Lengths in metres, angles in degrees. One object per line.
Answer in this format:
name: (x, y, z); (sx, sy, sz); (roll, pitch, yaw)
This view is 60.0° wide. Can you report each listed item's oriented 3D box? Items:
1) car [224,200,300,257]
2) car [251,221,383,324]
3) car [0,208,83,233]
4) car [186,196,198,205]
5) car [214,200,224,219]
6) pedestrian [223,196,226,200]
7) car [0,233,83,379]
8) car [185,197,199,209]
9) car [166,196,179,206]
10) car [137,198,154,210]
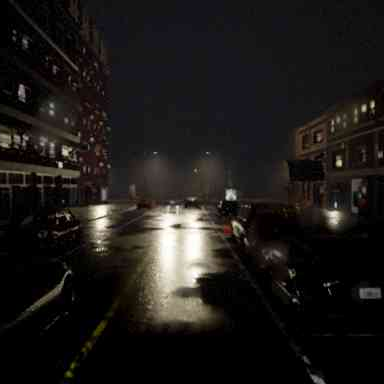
car: (2.674, 1.289, 12.748); (2.192, 1.841, 5.009); (-1, 0, 0)
car: (2.679, 1.552, 7.071); (1.947, 1.339, 4.313); (-1, 0, 0)
car: (-5.704, 1.414, 12.775); (1.967, 1.590, 4.097); (-1, 0, 0)
car: (-0.011, 1.448, 56.101); (1.994, 1.385, 4.181); (0, 0, 0)
car: (2.994, 1.448, 28.149); (1.837, 1.490, 4.892); (0, 0, 0)
pedestrian: (2.993, 1.231, 31.084); (0.375, 1.860, 0.375); (-1, 1, -3)
car: (-3.102, 1.555, 4.484); (1.994, 1.385, 4.181); (0, 0, 0)
car: (0.028, 1.400, 44.227); (2.128, 1.511, 4.902); (0, 0, 0)
car: (-3.028, 1.413, 54.177); (1.812, 1.442, 4.674); (0, 0, 0)
car: (-5.708, 1.460, 41.163); (1.887, 1.381, 4.507); (-1, 0, 0)
